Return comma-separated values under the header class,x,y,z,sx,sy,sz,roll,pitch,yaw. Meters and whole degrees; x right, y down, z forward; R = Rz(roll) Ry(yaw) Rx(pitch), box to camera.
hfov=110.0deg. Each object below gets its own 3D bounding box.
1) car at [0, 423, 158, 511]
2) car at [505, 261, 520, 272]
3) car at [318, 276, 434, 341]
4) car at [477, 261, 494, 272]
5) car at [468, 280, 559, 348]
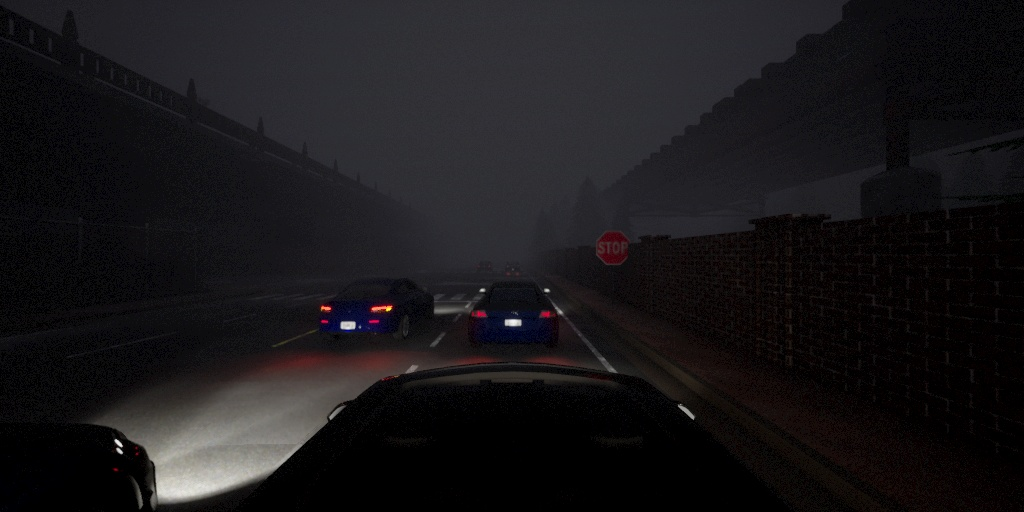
class,x,y,z,sx,sy,sz,roll,pitch,yaw
car,-3.398,1.314,0.663,1.994,1.385,4.181,0,0,0
car,0.082,1.348,46.056,1.895,1.301,4.718,0,0,-1
car,-3.416,1.275,9.759,1.812,1.442,4.674,0,0,0
car,-3.413,1.295,45.889,2.033,1.411,5.357,0,0,-1
car,0.066,1.313,9.238,1.994,1.385,4.181,0,0,1
